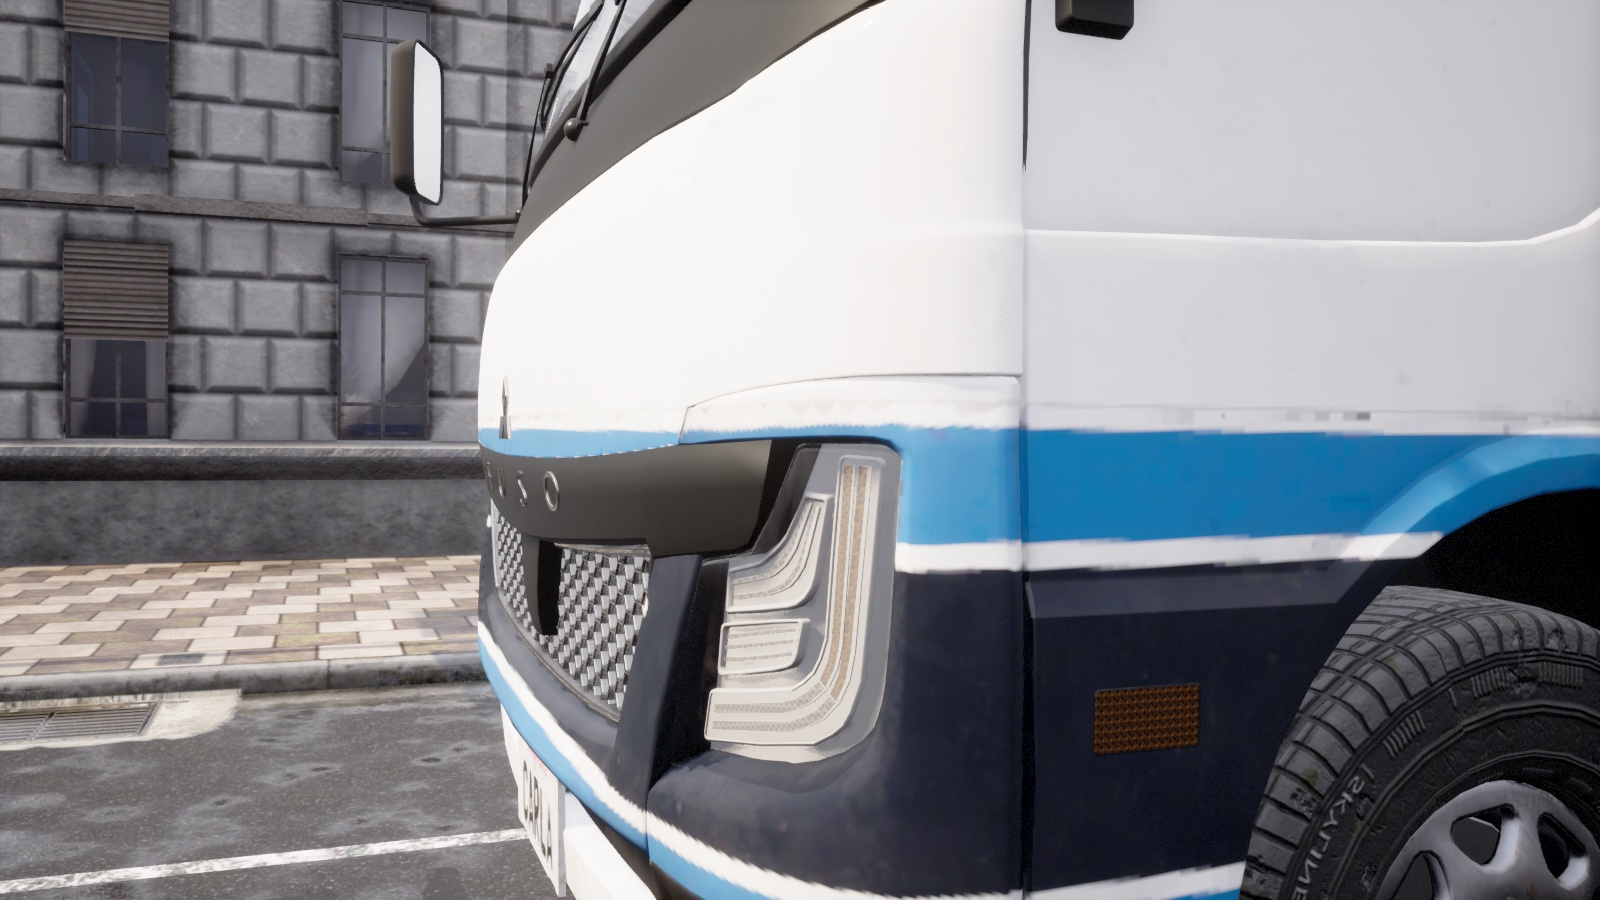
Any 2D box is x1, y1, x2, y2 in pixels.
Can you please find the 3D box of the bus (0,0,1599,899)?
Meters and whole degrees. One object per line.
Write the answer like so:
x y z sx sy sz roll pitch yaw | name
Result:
3.496 -0.691 4.578 10.273 4.253 3.944 -1 1 -21 | bus
